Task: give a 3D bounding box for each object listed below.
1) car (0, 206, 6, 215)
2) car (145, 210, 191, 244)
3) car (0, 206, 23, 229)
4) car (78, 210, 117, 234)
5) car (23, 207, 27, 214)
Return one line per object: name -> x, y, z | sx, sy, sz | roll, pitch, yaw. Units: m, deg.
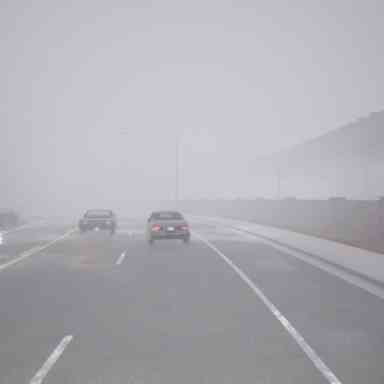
car -> -33.383, 3.172, 56.854 | 1.812, 1.442, 4.674 | 1, -3, -41
car -> -1.263, 1.586, 16.114 | 2.033, 1.411, 5.357 | 0, -1, -9
car -> -13.536, 1.779, 23.074 | 1.895, 1.301, 4.718 | 0, -1, -14
car -> -5.463, 1.696, 19.779 | 1.895, 1.301, 4.718 | 0, -1, -11
car -> -31.066, 3.183, 59.526 | 1.882, 1.535, 5.008 | 1, -3, -42
